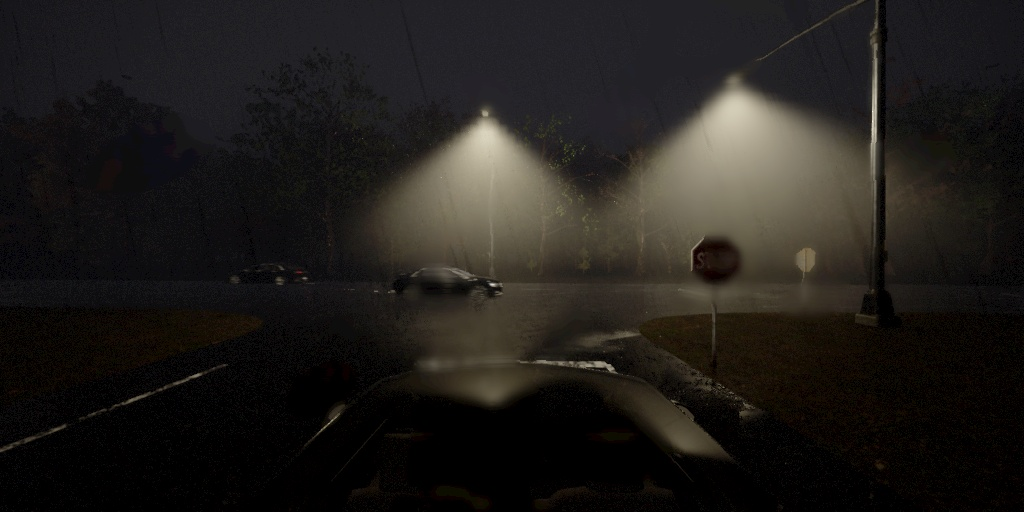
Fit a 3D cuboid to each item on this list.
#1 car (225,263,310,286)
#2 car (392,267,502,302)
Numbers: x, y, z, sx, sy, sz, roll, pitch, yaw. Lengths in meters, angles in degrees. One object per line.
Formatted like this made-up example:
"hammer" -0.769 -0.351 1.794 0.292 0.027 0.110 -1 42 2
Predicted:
"car" -15.923 1.190 23.429 4.892 1.490 1.837 0 0 1
"car" -2.899 1.238 16.278 4.902 1.511 2.128 0 0 0
